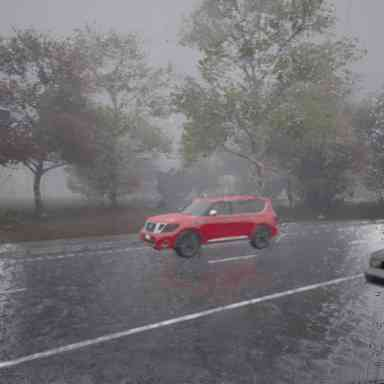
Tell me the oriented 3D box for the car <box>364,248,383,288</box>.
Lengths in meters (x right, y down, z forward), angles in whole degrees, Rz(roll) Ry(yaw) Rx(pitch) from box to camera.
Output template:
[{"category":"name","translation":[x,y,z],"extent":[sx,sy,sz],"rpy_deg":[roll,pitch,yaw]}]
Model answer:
[{"category":"car","translation":[6.250,1.537,7.730],"extent":[5.357,1.411,2.033],"rpy_deg":[0,0,-32]}]

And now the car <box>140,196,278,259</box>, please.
[{"category":"car","translation":[0.840,1.189,12.790],"extent":[5.566,2.045,2.150],"rpy_deg":[0,0,-32]}]
